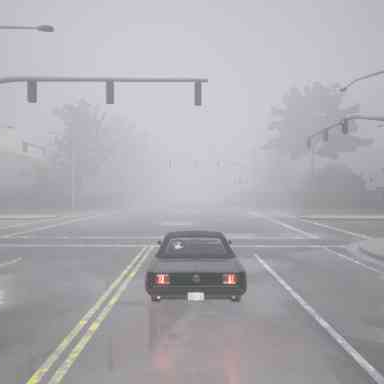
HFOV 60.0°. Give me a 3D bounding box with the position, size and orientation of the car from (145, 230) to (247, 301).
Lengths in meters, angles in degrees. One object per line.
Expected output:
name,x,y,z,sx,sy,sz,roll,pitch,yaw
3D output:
car,0.066,1.601,8.242,1.895,1.301,4.718,0,0,0
